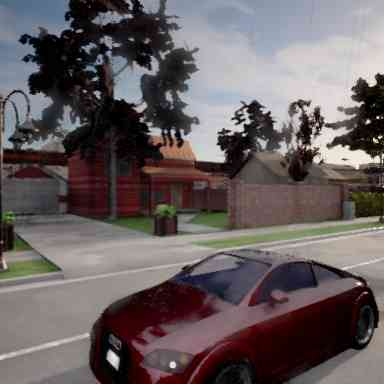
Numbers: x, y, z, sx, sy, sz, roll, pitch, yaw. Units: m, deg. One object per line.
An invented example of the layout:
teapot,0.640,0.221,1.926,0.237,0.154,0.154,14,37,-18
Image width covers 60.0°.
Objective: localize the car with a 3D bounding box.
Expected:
car,0.781,1.557,4.654,4.181,1.385,1.994,0,0,-36
